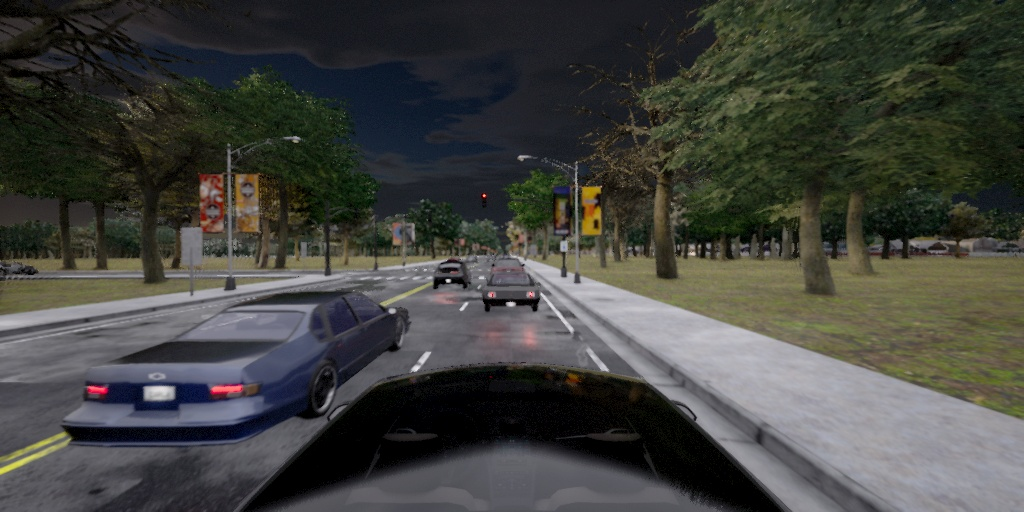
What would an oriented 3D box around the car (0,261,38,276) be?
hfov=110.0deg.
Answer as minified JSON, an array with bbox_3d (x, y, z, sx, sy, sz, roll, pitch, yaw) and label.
[{"bbox_3d":[-45.864,1.167,32.360,4.181,1.385,1.994,0,1,0],"label":"car"}]

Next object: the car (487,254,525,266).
[{"bbox_3d":[-0.229,0.868,22.496,2.097,1.767,4.553,0,1,0],"label":"car"}]

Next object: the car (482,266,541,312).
[{"bbox_3d":[-0.054,1.217,13.516,1.895,1.301,4.718,0,1,-1],"label":"car"}]

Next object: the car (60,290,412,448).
[{"bbox_3d":[-3.197,1.267,5.764,2.033,1.411,5.357,0,1,0],"label":"car"}]

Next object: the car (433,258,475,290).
[{"bbox_3d":[-3.396,1.051,20.946,1.837,1.490,4.892,0,0,-2],"label":"car"}]
